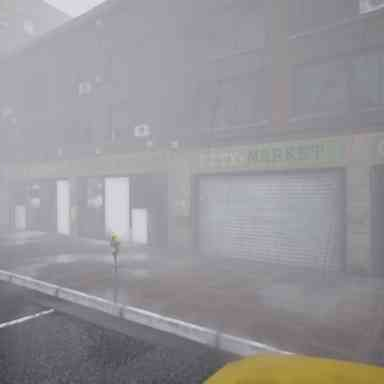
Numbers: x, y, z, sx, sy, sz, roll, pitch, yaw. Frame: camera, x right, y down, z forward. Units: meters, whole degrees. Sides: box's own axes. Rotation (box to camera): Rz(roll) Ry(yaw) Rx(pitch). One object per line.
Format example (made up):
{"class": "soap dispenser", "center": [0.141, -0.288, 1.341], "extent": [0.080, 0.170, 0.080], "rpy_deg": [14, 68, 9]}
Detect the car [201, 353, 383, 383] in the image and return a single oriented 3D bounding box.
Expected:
{"class": "car", "center": [1.980, 1.526, 1.470], "extent": [4.829, 1.417, 1.752], "rpy_deg": [0, 0, 36]}
